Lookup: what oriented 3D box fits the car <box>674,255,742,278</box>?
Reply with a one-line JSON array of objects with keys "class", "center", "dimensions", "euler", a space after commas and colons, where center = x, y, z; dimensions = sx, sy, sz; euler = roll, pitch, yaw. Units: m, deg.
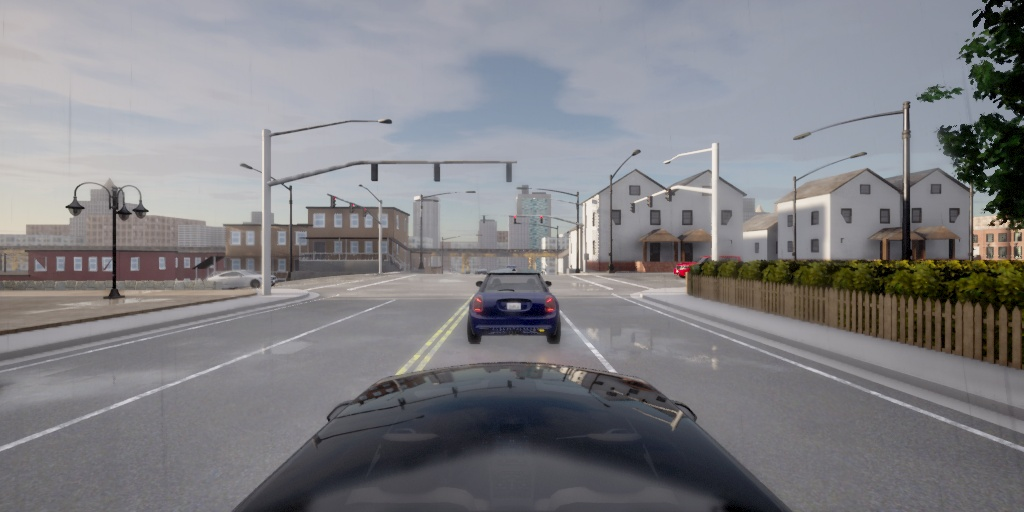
[{"class": "car", "center": [17.030, 0.971, 30.987], "dimensions": [5.566, 2.045, 2.150], "euler": [0, 0, -1]}]

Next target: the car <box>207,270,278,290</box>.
[{"class": "car", "center": [-20.082, 1.768, 26.668], "dimensions": [4.674, 1.442, 1.812], "euler": [-4, 0, -1]}]

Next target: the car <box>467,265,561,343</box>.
[{"class": "car", "center": [0.052, 1.102, 9.862], "dimensions": [2.097, 1.767, 4.553], "euler": [0, 0, 0]}]
